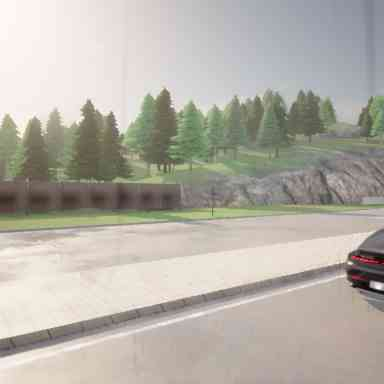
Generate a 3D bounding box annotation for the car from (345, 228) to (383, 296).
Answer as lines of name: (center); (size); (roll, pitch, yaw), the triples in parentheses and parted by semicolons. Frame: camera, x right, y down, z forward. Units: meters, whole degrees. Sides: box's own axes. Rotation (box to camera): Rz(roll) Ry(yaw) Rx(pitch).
car: (5.459, 1.505, 7.639); (4.892, 1.490, 1.837); (0, 0, -36)
